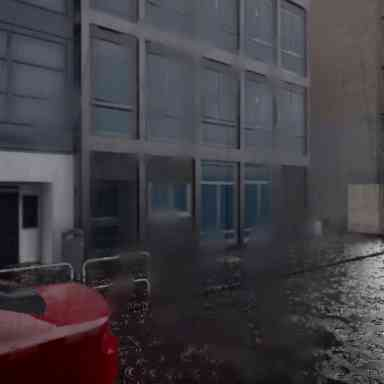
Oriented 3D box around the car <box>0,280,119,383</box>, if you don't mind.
[{"bbox_3d":[-3.059,1.480,2.421,5.008,1.535,1.882,0,0,-35],"label":"car"}]
